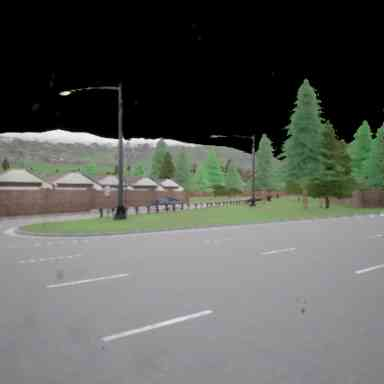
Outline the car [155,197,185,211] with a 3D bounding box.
[{"bbox_3d":[-2.687,1.365,41.452,2.097,1.767,4.553,0,0,28],"label":"car"}]
